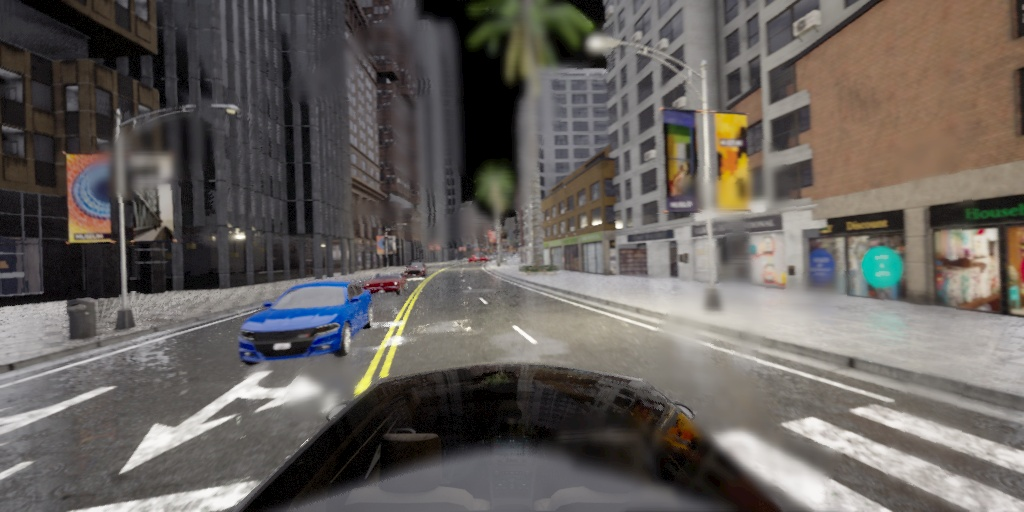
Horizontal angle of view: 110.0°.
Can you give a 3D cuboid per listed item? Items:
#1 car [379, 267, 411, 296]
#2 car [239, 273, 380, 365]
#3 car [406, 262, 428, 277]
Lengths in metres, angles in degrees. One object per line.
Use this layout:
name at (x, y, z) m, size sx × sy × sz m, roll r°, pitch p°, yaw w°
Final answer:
car at (-7.393, 1.599, 21.312) m, size 1.895 × 1.301 × 4.718 m, roll -2°, pitch 0°, yaw -11°
car at (-4.751, 1.394, 8.977) m, size 1.882 × 1.535 × 5.008 m, roll -2°, pitch 0°, yaw -13°
car at (-10.542, 1.424, 39.701) m, size 2.097 × 1.767 × 4.553 m, roll -2°, pitch 0°, yaw -8°
